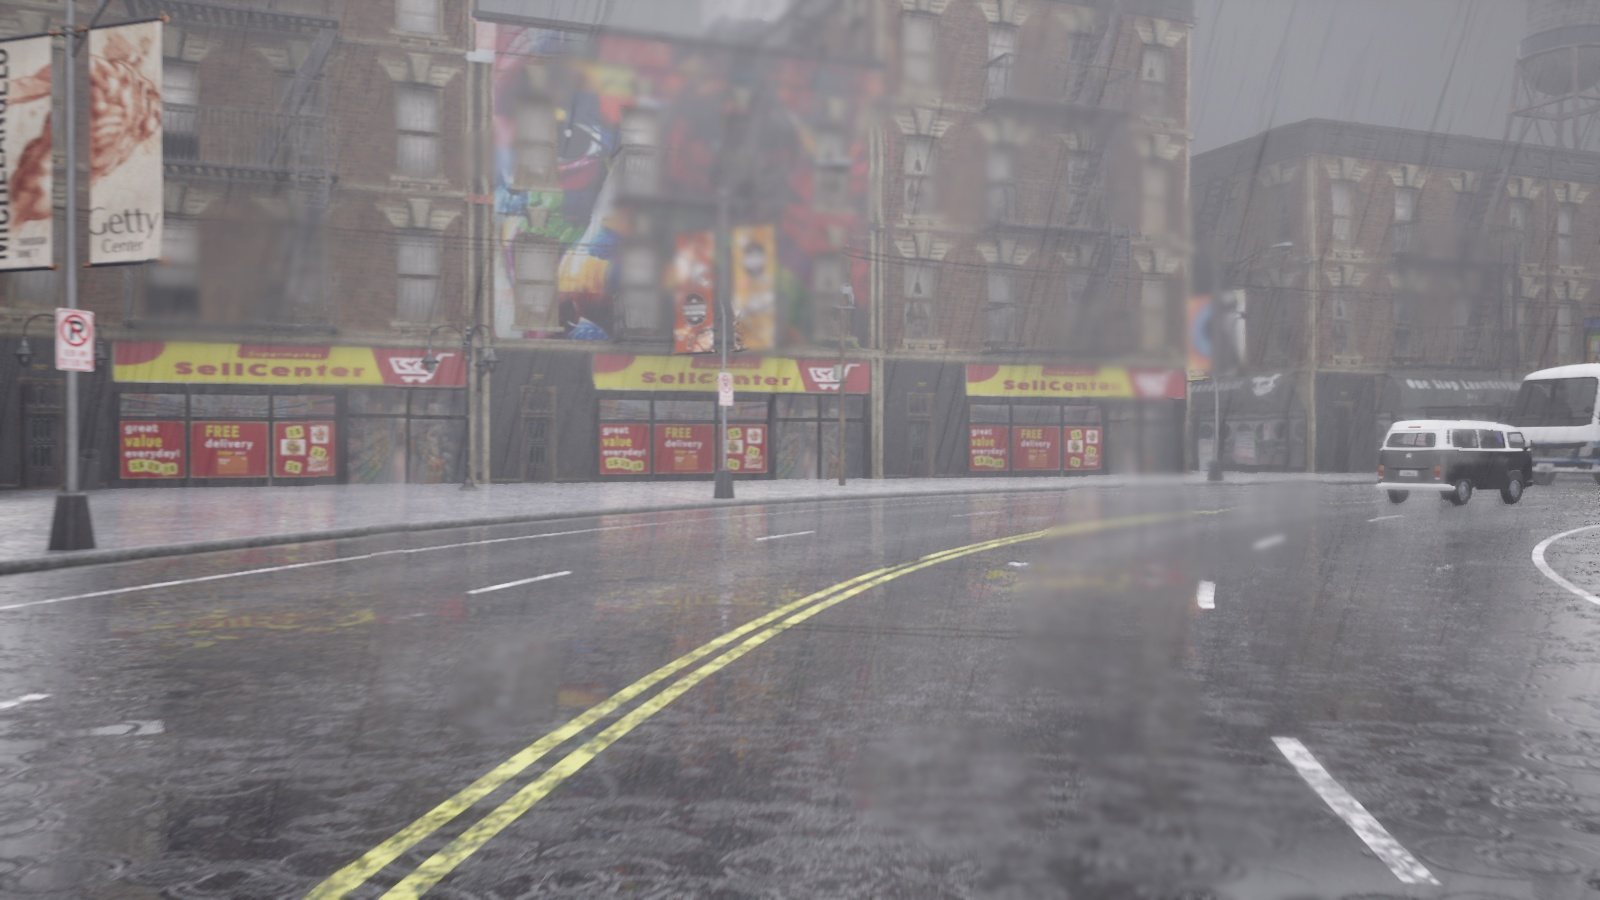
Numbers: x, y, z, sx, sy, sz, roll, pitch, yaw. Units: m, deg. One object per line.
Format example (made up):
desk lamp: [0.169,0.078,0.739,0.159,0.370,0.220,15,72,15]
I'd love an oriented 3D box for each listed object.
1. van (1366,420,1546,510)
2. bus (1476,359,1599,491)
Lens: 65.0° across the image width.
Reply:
van: [16.007,0.325,30.566,4.480,2.038,2.069,0,0,-35]
bus: [29.272,-0.828,44.175,10.273,4.253,3.944,0,0,-21]
